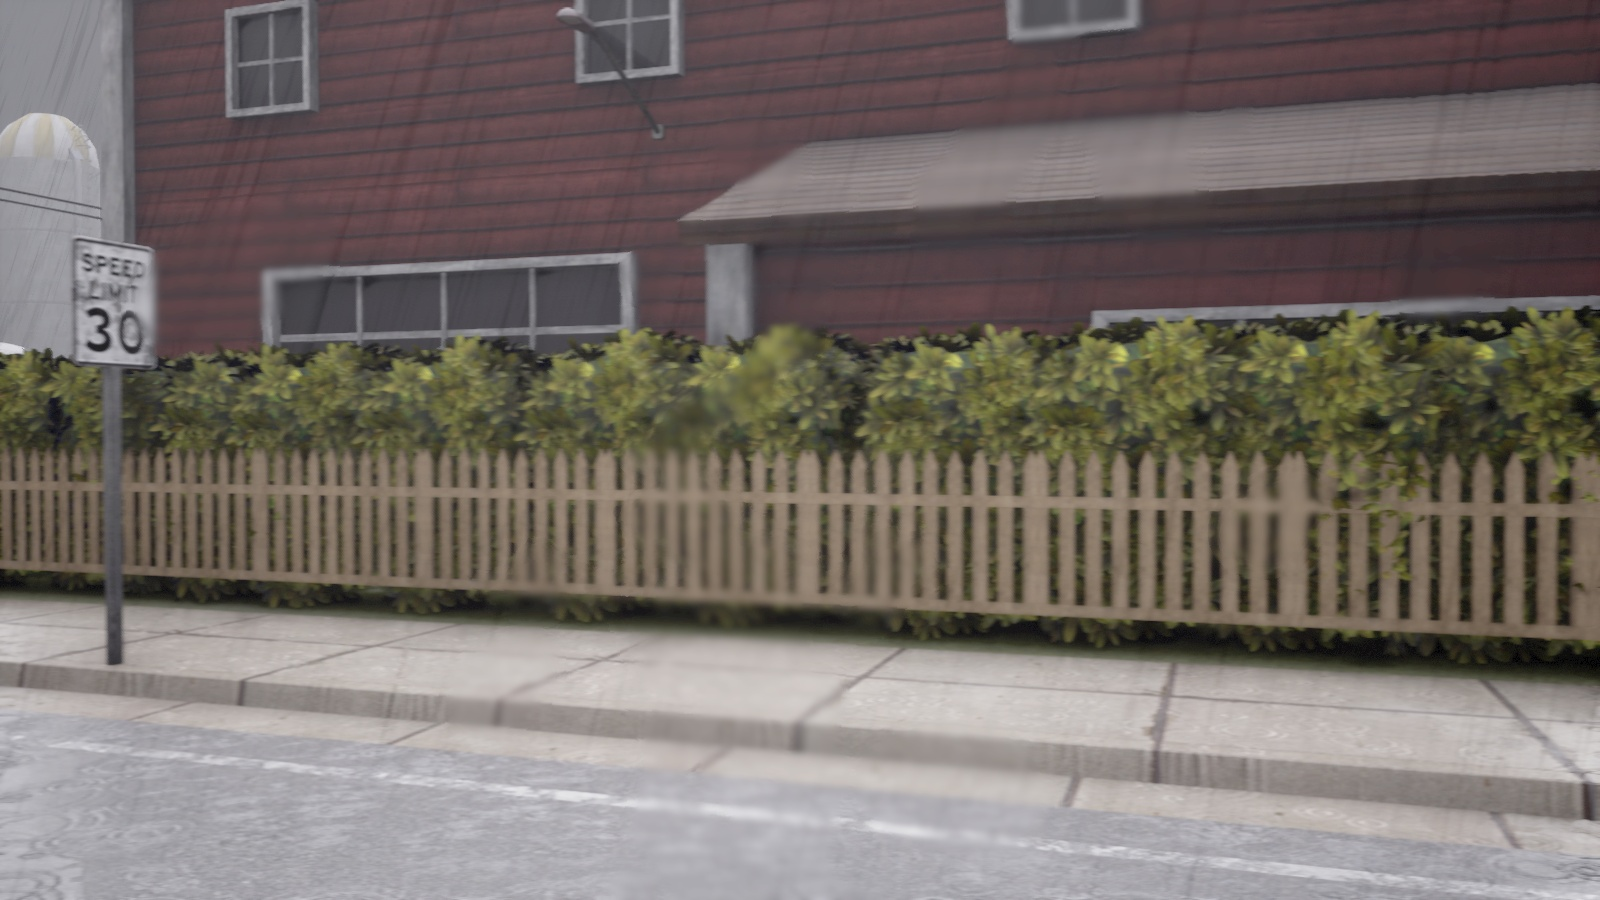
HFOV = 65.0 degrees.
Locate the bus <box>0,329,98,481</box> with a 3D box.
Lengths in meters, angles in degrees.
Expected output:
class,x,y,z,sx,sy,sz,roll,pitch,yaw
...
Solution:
class,x,y,z,sx,sy,sz,roll,pitch,yaw
bus,-24.880,-1.246,34.008,3.944,4.253,10.273,1,1,18
